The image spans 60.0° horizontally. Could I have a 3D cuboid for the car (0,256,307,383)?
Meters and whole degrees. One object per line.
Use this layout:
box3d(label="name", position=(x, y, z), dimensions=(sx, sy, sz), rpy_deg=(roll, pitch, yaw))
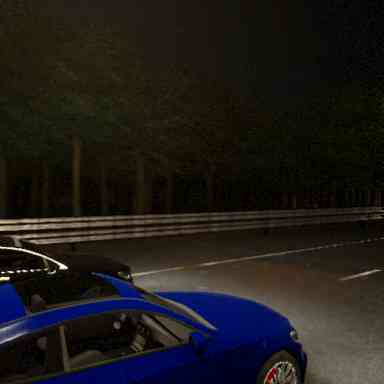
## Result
box3d(label="car", position=(-0.923, 1.536, 3.090), dimensions=(4.674, 1.442, 1.812), rpy_deg=(1, 0, -35))

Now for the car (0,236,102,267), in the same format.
box3d(label="car", position=(-3.387, 1.510, 5.631), dimensions=(4.892, 1.490, 1.837), rpy_deg=(1, 0, -35))
